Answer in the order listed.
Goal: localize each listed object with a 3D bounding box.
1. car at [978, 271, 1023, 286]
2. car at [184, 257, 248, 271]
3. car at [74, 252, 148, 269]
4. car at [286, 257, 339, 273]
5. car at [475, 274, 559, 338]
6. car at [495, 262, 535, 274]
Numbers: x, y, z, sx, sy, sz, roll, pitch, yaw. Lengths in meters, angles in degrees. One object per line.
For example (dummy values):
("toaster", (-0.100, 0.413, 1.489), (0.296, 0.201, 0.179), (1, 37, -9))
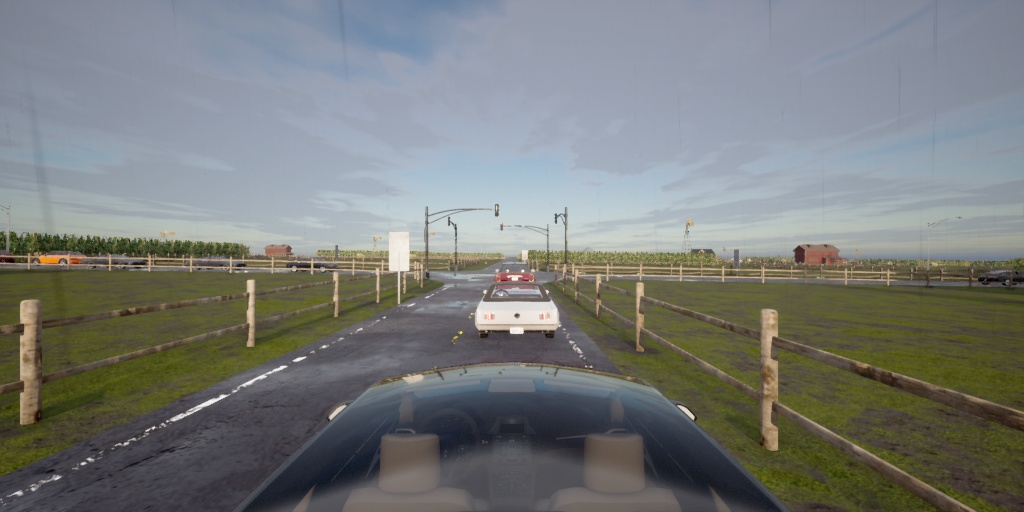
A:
("car", (50.689, 2.257, 36.522), (4.892, 1.490, 1.837), (1, 0, 0))
("car", (-30.237, 0.759, 36.701), (5.357, 1.411, 2.033), (1, 0, 0))
("car", (-40.759, 0.570, 36.729), (5.357, 1.411, 2.033), (1, 0, 1))
("car", (-20.348, 0.896, 36.674), (4.892, 1.490, 1.837), (1, 0, 0))
("car", (0.117, 1.351, 10.098), (1.895, 1.301, 4.718), (0, 0, 0))
("car", (0.164, 1.103, 19.087), (2.097, 1.767, 4.553), (0, 0, 1))
